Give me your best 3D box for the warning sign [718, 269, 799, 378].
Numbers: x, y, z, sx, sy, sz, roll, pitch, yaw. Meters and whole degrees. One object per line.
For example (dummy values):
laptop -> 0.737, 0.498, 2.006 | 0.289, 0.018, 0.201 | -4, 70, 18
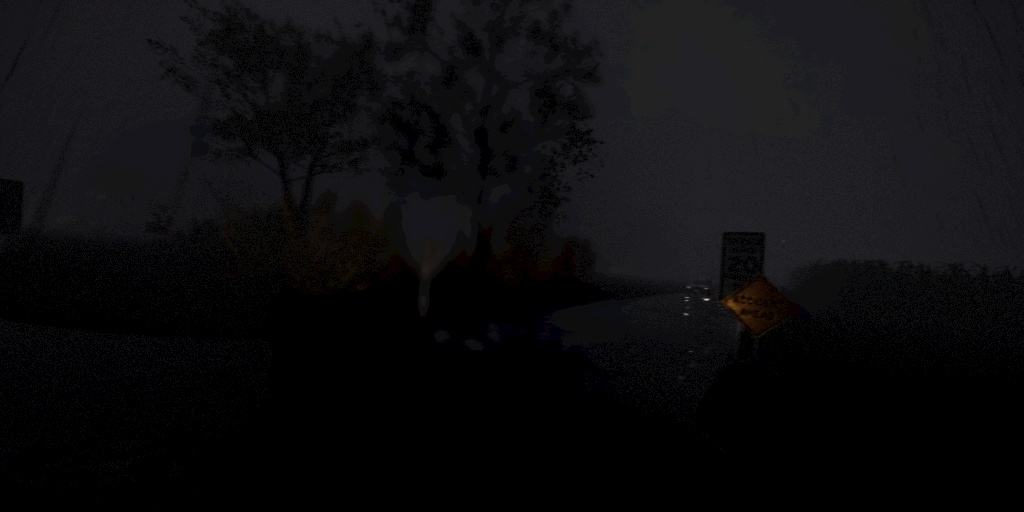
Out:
warning sign -> 4.875, 1.279, 7.216 | 1.300, 1.860, 1.060 | 0, 0, 36

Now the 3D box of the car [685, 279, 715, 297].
car -> 17.535, 2.889, 33.274 | 1.812, 1.442, 4.674 | 4, -1, 37
